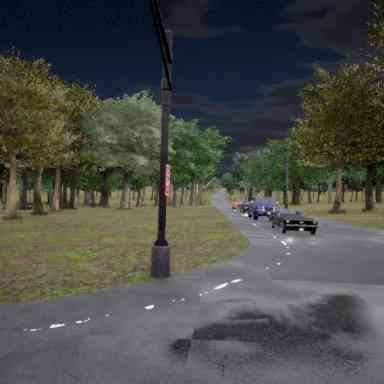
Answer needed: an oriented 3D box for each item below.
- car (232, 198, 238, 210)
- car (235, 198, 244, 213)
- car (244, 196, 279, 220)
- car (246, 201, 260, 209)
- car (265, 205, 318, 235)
[{"bbox_3d":[7.244,1.770,50.452,2.097,1.767,4.553,2,-1,2],"label":"car"},{"bbox_3d":[6.844,1.816,40.165,2.033,1.411,5.357,2,-1,2],"label":"car"},{"bbox_3d":[6.388,1.399,29.903,2.150,2.045,5.566,2,0,2],"label":"car"},{"bbox_3d":[11.128,2.360,60.762,1.895,1.301,4.718,2,-1,2],"label":"car"},{"bbox_3d":[5.972,1.710,20.046,1.895,1.301,4.718,2,0,2],"label":"car"}]
